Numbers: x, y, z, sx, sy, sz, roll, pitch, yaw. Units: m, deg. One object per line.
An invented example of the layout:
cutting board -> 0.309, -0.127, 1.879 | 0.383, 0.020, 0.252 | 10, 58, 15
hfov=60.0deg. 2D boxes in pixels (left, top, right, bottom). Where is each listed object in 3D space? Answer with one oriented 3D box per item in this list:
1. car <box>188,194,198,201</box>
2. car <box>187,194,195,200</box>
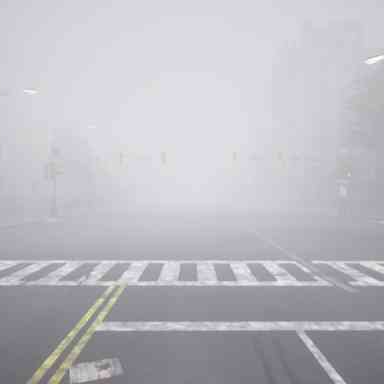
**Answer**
car -> -0.165, 1.551, 85.201 | 2.033, 1.411, 5.357 | 0, 0, 0
car -> -0.185, 1.335, 95.581 | 2.097, 1.767, 4.553 | 0, 0, 1
